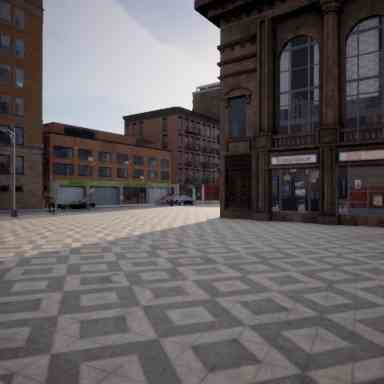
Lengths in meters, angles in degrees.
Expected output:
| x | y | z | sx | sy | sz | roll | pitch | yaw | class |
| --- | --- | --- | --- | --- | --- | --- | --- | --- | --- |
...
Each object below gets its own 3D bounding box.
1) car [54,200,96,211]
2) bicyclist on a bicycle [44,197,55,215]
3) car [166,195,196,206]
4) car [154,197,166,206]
| x | y | z | sx | sy | sz | roll | pitch | yaw | class |
| --- | --- | --- | --- | --- | --- | --- | --- | --- | --- |
| -13.948 | 1.567 | 39.735 | 1.895 | 1.301 | 4.718 | 0 | 0 | 36 | car |
| -13.015 | 1.285 | 30.370 | 1.656 | 1.620 | 0.582 | 0 | 0 | 36 | bicyclist on a bicycle |
| -1.373 | 1.303 | 51.787 | 2.097 | 1.767 | 4.553 | 0 | 0 | 36 | car |
| -4.039 | 1.472 | 53.388 | 1.812 | 1.442 | 4.674 | 0 | 0 | 36 | car |
